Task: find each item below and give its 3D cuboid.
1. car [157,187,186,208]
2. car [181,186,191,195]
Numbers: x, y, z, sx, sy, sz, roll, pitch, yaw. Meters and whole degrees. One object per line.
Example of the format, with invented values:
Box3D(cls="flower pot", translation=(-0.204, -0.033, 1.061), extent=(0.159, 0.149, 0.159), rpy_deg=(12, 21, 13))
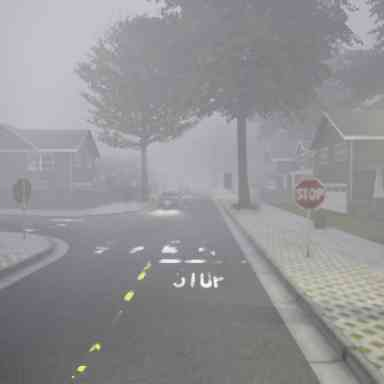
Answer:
Box3D(cls="car", translation=(-1.918, 0.626, 29.234), extent=(2.128, 1.511, 4.902), rpy_deg=(0, 3, 2))
Box3D(cls="car", translation=(-1.158, -0.281, 53.988), extent=(2.128, 1.511, 4.902), rpy_deg=(0, 2, 2))
